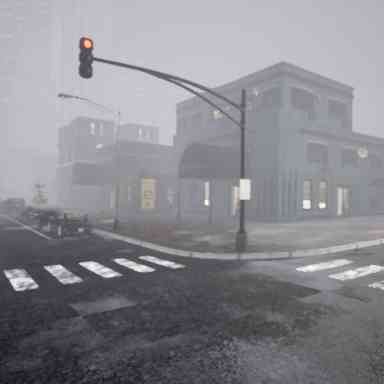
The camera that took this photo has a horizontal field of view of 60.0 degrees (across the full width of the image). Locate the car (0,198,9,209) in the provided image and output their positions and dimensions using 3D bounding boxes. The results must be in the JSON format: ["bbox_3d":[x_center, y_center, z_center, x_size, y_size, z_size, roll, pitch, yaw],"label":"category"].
[{"bbox_3d":[-29.728,1.794,51.529,1.967,1.590,4.097,1,-1,-35],"label":"car"}]

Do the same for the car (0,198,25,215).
[{"bbox_3d":[-20.176,1.590,37.889,2.192,1.841,5.009,1,-1,-35],"label":"car"}]

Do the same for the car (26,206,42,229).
[{"bbox_3d":[-10.054,1.757,23.350,1.947,1.339,4.313,1,-1,-35],"label":"car"}]

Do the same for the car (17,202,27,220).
[{"bbox_3d":[-13.175,1.799,27.855,1.802,1.307,4.206,1,-1,-35],"label":"car"}]

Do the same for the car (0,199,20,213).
[{"bbox_3d":[-23.365,1.741,42.433,1.967,1.590,4.097,1,-1,-35],"label":"car"}]

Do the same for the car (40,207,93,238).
[{"bbox_3d":[-6.933,1.716,18.844,2.008,1.369,4.403,1,-1,-35],"label":"car"}]
